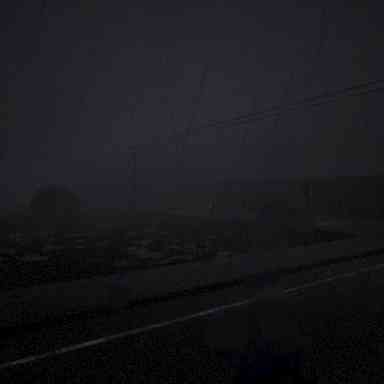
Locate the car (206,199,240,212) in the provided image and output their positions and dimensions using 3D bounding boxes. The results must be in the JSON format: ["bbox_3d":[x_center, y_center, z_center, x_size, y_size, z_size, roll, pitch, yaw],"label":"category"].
[{"bbox_3d":[3.597,1.540,39.208,2.128,1.511,4.902,0,0,-35],"label":"car"}]

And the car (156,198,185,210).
[{"bbox_3d":[-2.779,1.523,41.974,1.882,1.535,5.008,0,0,-34],"label":"car"}]

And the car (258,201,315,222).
[{"bbox_3d":[7.563,1.550,26.997,1.837,1.490,4.892,0,0,-35],"label":"car"}]
